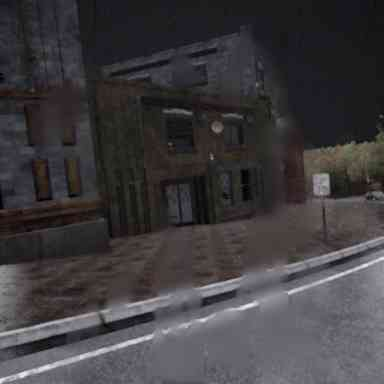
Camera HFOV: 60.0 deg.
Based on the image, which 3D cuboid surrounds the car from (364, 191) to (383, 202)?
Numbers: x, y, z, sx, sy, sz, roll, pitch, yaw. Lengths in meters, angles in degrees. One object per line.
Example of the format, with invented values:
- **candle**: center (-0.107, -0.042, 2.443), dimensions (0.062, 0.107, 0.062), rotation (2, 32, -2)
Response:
- **car**: center (27.694, 0.652, 50.096), dimensions (1.837, 1.490, 4.892), rotation (-5, -2, 5)
